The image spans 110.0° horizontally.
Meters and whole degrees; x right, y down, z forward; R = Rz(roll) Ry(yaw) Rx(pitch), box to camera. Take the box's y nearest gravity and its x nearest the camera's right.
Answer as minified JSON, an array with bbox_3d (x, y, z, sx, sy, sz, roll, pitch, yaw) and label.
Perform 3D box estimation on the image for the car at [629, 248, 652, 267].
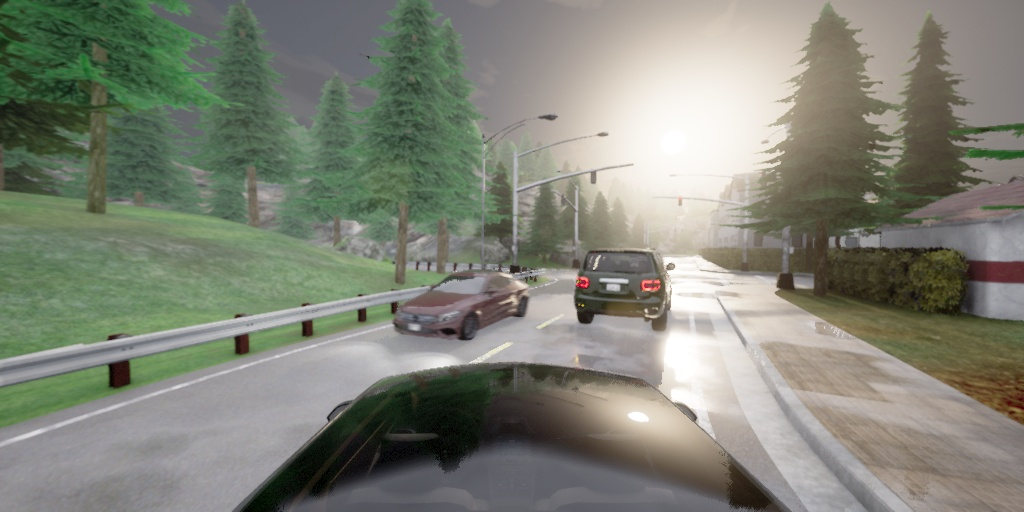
[{"bbox_3d":[16.242,0.130,45.095,2.150,2.045,5.566,1,3,26],"label":"car"}]

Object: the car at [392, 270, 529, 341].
[{"bbox_3d":[-1.025,1.132,9.517,1.812,1.442,4.674,1,2,25],"label":"car"}]

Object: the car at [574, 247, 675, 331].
[{"bbox_3d":[3.481,0.774,10.635,2.150,2.045,5.566,1,1,26],"label":"car"}]
